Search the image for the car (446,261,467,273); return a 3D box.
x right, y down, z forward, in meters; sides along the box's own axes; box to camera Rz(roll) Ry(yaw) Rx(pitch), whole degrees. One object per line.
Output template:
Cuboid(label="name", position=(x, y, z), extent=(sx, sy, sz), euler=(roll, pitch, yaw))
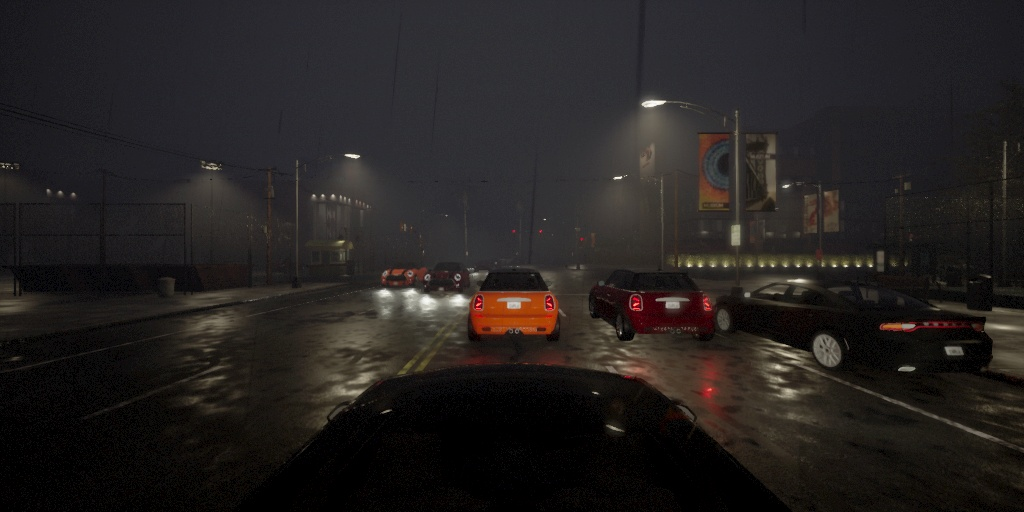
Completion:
Cuboid(label="car", position=(-7.032, 1.351, 45.723), extent=(1.895, 1.301, 4.718), euler=(0, 0, 1))

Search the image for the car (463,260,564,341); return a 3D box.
Cuboid(label="car", position=(0.061, 1.102, 10.011), extent=(2.097, 1.767, 4.553), euler=(0, 0, 0))

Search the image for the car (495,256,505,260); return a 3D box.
Cuboid(label="car", position=(-3.008, 1.101, 57.434), extent=(2.097, 1.767, 4.553), euler=(0, 0, 8))

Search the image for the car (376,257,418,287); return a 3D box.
Cuboid(label="car", position=(-7.102, 1.102, 24.158), extent=(2.097, 1.767, 4.553), euler=(0, 0, 0))

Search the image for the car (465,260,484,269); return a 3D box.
Cuboid(label="car", position=(-6.209, 1.314, 59.767), extent=(1.994, 1.385, 4.181), euler=(0, 0, 10))

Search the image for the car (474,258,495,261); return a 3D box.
Cuboid(label="car", position=(-3.540, 1.227, 44.332), extent=(1.882, 1.535, 5.008), euler=(0, 0, 1))

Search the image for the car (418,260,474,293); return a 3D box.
Cuboid(label="car", position=(-3.603, 1.102, 20.500), extent=(2.097, 1.767, 4.553), euler=(0, 0, 0))

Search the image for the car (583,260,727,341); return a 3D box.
Cuboid(label="car", position=(3.561, 1.102, 10.028), extent=(2.097, 1.767, 4.553), euler=(0, 0, 0))
